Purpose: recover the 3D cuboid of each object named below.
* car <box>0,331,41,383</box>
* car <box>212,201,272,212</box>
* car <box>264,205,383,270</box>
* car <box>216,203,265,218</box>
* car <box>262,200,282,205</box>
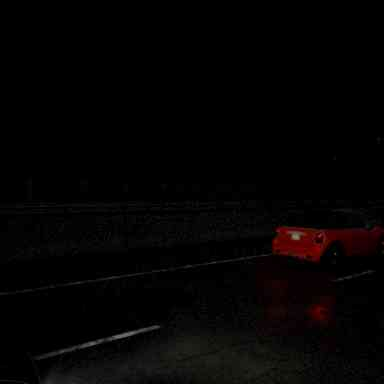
[{"bbox_3d":[-3.096,1.338,1.539,4.553,1.767,2.097,0,0,-35],"label":"car"},{"bbox_3d":[2.959,1.627,23.270,4.902,1.511,2.128,1,0,-35],"label":"car"},{"bbox_3d":[4.956,1.443,11.580,4.553,1.767,2.097,1,0,-35],"label":"car"},{"bbox_3d":[4.882,1.799,33.178,4.718,1.301,1.895,1,0,-35],"label":"car"},{"bbox_3d":[6.416,1.544,29.982,4.553,1.767,2.097,0,0,-35],"label":"car"}]
